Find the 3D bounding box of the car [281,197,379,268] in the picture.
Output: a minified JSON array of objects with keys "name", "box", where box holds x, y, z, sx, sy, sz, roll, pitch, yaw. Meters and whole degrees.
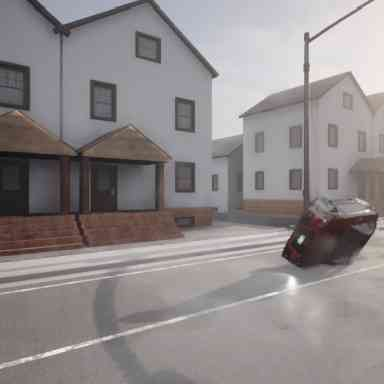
[{"name":"car","box":[4.605,1.385,10.442,4.181,1.994,1.385,-1,33,-42]}]
